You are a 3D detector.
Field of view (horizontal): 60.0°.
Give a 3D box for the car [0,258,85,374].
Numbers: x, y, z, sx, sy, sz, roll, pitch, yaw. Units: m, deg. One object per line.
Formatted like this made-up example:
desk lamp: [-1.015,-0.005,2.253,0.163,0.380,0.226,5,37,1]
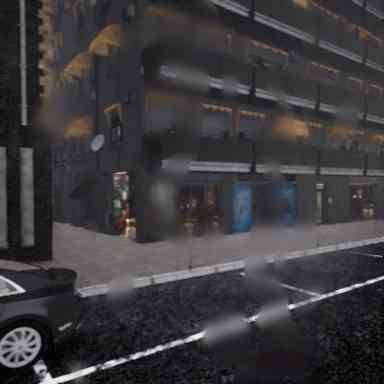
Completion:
car: [-3.592,1.552,4.009,4.403,1.369,2.008,0,-1,-35]
